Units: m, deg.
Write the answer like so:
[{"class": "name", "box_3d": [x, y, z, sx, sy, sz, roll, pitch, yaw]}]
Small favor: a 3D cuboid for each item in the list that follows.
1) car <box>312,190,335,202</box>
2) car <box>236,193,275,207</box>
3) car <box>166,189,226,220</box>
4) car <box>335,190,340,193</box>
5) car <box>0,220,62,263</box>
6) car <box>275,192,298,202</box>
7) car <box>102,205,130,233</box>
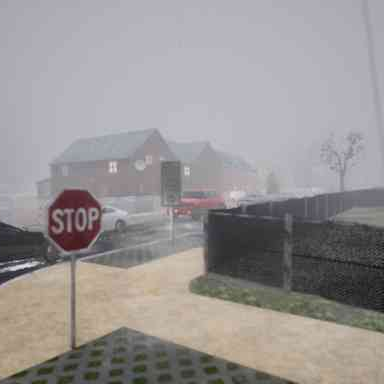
[{"class": "car", "box_3d": [17.185, 0.522, 44.089, 1.812, 1.442, 4.674, -1, 1, 33]}, {"class": "car", "box_3d": [5.956, 0.871, 32.456, 2.128, 1.511, 4.902, -1, 1, 34]}, {"class": "car", "box_3d": [0.439, 0.832, 24.155, 2.150, 2.045, 5.566, -1, 1, 34]}, {"class": "car", "box_3d": [22.708, 0.349, 52.435, 1.994, 1.385, 4.181, -1, 1, 34]}, {"class": "car", "box_3d": [-6.003, 1.492, 9.832, 4.674, 1.442, 1.812, -3, 3, -41]}, {"class": "car", "box_3d": [11.519, 0.718, 40.801, 1.994, 1.385, 4.181, -1, 1, 34]}, {"class": "car", "box_3d": [-5.030, 1.368, 15.997, 1.812, 1.442, 4.674, -1, 1, 36]}]
